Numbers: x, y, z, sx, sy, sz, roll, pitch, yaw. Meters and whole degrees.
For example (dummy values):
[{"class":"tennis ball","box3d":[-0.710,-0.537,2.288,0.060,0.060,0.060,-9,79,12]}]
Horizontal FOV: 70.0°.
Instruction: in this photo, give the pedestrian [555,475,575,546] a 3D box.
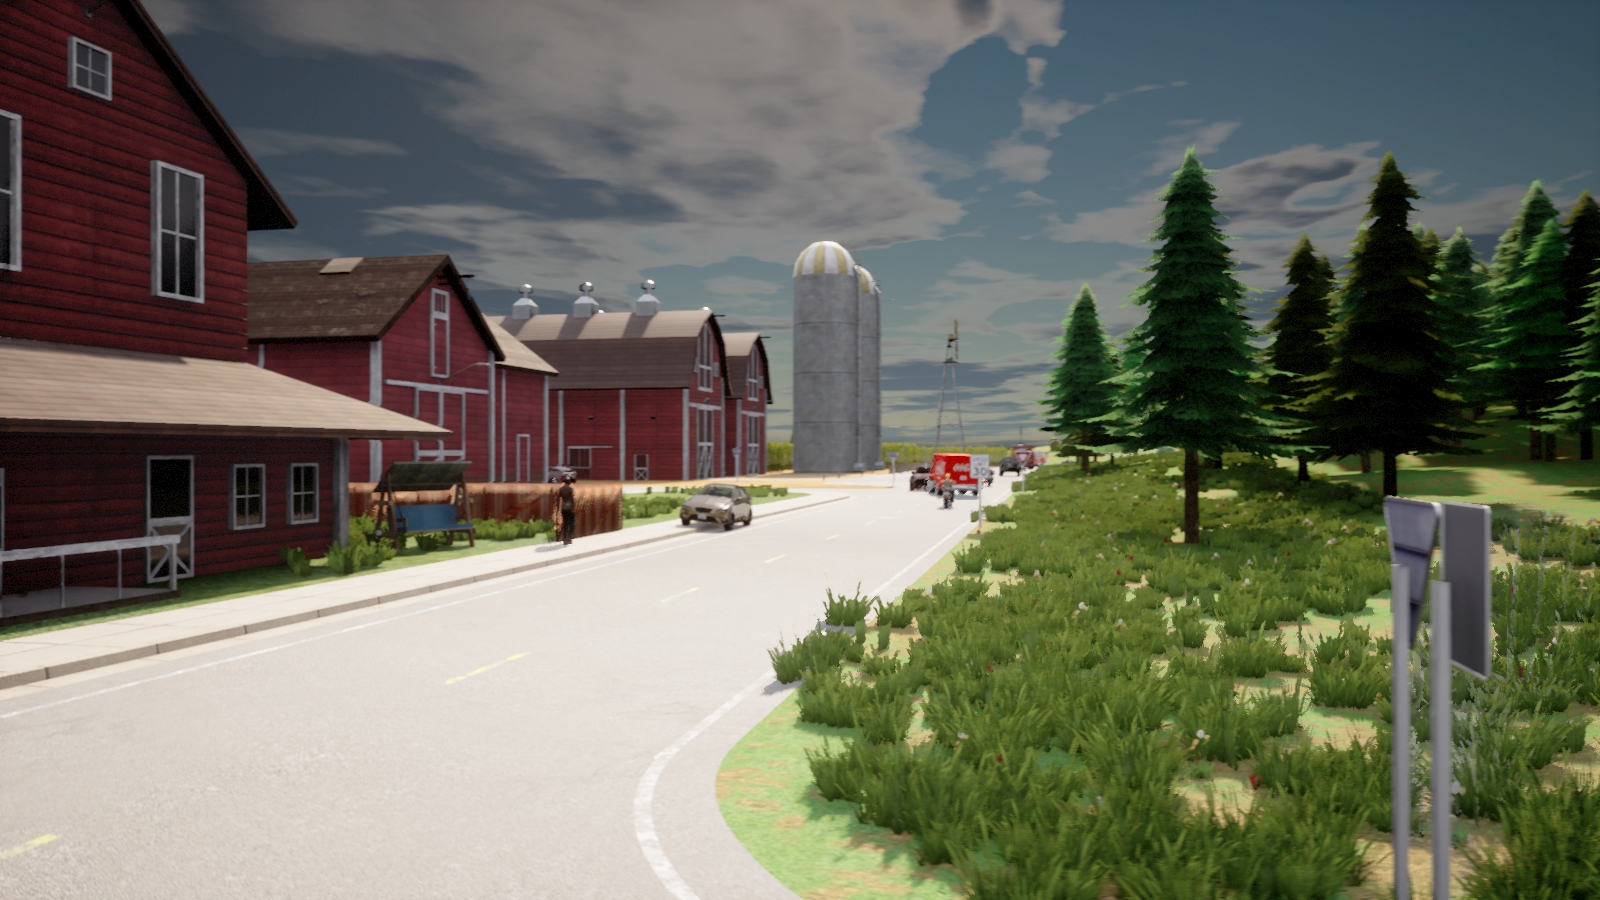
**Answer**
[{"class":"pedestrian","box3d":[-6.204,1.594,30.133,0.375,1.860,0.375,0,0,15]}]

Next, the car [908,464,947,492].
[{"class":"car","box3d":[8.575,1.825,76.491,2.097,1.767,4.553,0,0,13]}]

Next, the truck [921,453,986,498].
[{"class":"truck","box3d":[9.053,1.459,67.939,2.627,2.467,5.204,1,0,-6]}]
